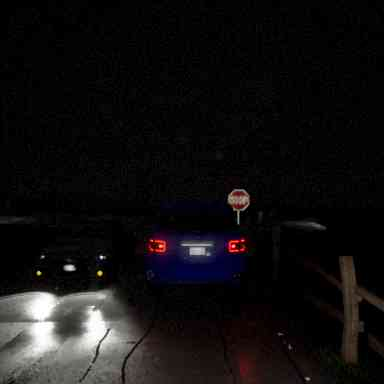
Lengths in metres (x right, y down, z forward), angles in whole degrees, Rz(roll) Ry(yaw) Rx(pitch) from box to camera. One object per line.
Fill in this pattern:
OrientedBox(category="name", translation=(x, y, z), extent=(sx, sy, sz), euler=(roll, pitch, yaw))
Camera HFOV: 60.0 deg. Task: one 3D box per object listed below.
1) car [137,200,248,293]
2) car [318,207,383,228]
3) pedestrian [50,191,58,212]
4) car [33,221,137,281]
OrientedBox(category="car", translation=(0.084, 1.214, 8.996), extent=(2.150, 2.045, 5.566), euler=(0, 0, 0))
OrientedBox(category="car", translation=(12.751, 1.910, 25.832), extent=(5.357, 1.411, 2.033), euler=(2, 3, 0))
OrientedBox(category="pedestrian", translation=(-12.076, 0.779, 28.922), extent=(0.375, 1.860, 0.375), euler=(0, 1, 0))
OrientedBox(category="car", translation=(-2.807, 1.556, 9.648), extent=(1.994, 1.385, 4.181), euler=(0, 0, 1))
